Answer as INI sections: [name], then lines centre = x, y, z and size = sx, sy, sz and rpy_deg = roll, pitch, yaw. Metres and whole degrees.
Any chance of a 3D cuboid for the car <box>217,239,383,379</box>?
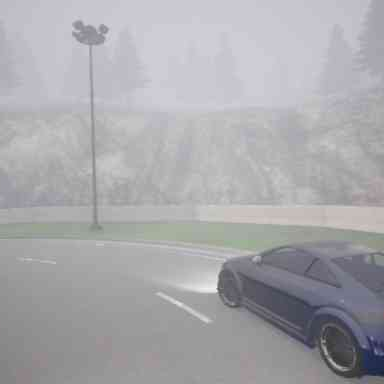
[car]
centre = 2.053, 1.501, 5.609
size = 1.994, 1.385, 4.181
rpy_deg = -1, 0, -22
